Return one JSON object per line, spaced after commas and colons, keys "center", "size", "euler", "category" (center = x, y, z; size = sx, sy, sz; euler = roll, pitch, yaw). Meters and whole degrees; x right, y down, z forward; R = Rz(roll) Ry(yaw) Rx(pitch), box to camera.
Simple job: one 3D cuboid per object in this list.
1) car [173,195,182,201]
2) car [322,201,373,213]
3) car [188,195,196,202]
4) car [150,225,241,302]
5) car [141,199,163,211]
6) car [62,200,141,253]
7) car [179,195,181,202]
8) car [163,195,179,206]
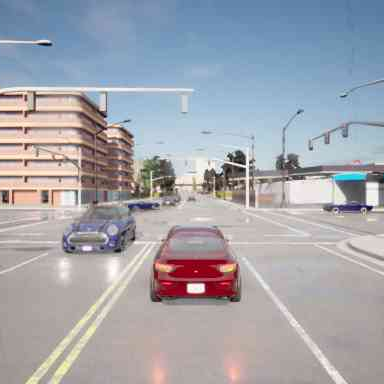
{"center": [-3.563, 1.500, 81.822], "size": [1.837, 1.490, 4.892], "euler": [0, 0, 0], "category": "car"}
{"center": [16.508, 1.601, 35.464], "size": [4.718, 1.301, 1.895], "euler": [0, 0, 1], "category": "car"}
{"center": [-0.061, 1.540, 79.819], "size": [2.033, 1.411, 5.357], "euler": [0, 0, 0], "category": "car"}
{"center": [0.076, 1.526, 8.154], "size": [1.812, 1.442, 4.674], "euler": [0, 0, 0], "category": "car"}
{"center": [-6.029, 1.564, 38.924], "size": [1.895, 1.301, 4.718], "euler": [0, 0, 37], "category": "car"}
{"center": [-3.610, 1.352, 13.696], "size": [2.097, 1.767, 4.553], "euler": [0, 0, 0], "category": "car"}
{"center": [-3.553, 1.492, 69.403], "size": [2.128, 1.511, 4.902], "euler": [0, 0, 0], "category": "car"}
{"center": [-3.633, 1.488, 53.325], "size": [2.128, 1.511, 4.902], "euler": [0, 0, 0], "category": "car"}
